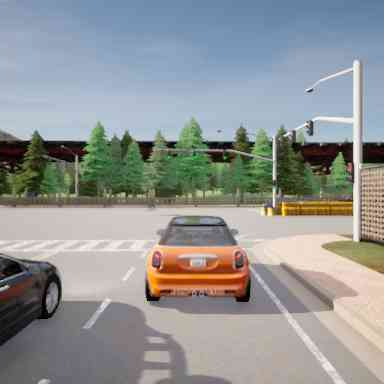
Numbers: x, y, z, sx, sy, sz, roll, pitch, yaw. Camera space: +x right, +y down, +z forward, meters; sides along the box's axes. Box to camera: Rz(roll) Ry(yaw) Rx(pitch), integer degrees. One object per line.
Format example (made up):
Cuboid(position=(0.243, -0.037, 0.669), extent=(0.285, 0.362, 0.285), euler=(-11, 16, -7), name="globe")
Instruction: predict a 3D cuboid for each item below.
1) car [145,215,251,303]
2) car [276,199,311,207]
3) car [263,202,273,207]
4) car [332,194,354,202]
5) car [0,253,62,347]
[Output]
Cuboid(position=(0.133, 1.365, 8.410), extent=(2.097, 1.767, 4.553), euler=(0, 0, 1), name="car")
Cuboid(position=(11.962, 1.662, 36.668), extent=(4.718, 1.301, 1.895), euler=(0, 0, -3), name="car")
Cuboid(position=(11.639, 1.598, 43.697), extent=(4.674, 1.442, 1.812), euler=(0, 0, -2), name="car")
Cuboid(position=(21.338, 1.295, 43.994), extent=(5.566, 2.045, 2.150), euler=(0, 0, -2), name="car")
Cuboid(position=(-3.399, 1.514, 4.452), extent=(1.837, 1.490, 4.892), euler=(0, 0, 0), name="car")
